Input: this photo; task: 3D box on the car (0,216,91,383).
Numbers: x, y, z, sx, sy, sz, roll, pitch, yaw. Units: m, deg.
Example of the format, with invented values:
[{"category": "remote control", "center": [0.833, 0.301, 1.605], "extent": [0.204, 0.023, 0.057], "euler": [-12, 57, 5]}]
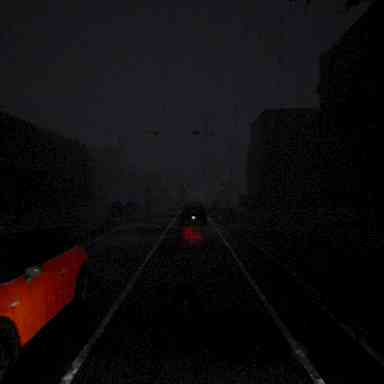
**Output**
[{"category": "car", "center": [-3.100, 1.348, 4.881], "extent": [2.097, 1.767, 4.553], "euler": [0, 0, 0]}]

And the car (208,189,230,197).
[{"category": "car", "center": [8.035, 0.771, 95.058], "extent": [5.366, 1.575, 1.946], "euler": [0, 2, -1]}]

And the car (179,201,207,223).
[{"category": "car", "center": [0.103, 1.581, 25.713], "extent": [1.837, 1.490, 4.892], "euler": [0, -1, 0]}]

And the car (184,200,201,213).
[{"category": "car", "center": [0.106, 1.765, 41.753], "extent": [1.994, 1.385, 4.181], "euler": [0, 1, 0]}]
